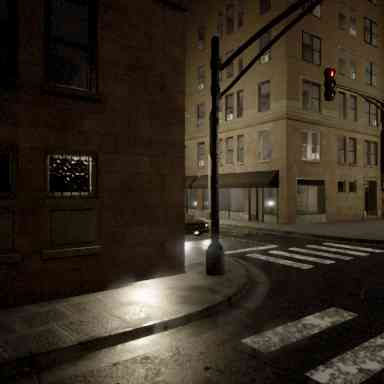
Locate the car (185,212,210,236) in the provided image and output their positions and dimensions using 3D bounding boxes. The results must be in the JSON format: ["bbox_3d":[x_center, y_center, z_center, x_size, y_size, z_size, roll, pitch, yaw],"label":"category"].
[{"bbox_3d":[-1.331,1.515,17.726,2.033,1.411,5.357,0,0,-36],"label":"car"}]
